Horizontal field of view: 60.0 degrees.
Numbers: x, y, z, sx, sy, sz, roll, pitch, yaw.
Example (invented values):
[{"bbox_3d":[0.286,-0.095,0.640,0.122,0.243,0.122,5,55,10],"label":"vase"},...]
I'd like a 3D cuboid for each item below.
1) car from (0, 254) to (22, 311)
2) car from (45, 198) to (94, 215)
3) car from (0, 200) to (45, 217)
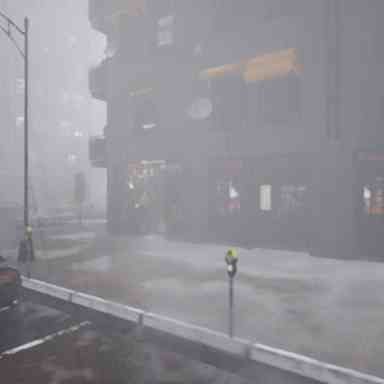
[{"bbox_3d":[-5.026,1.558,6.477,4.403,1.369,2.008,0,0,36],"label":"car"},{"bbox_3d":[-11.446,1.272,30.927,1.752,1.417,4.829,1,1,35],"label":"car"},{"bbox_3d":[-14.545,1.372,26.509,2.008,1.369,4.403,1,1,35],"label":"car"}]
